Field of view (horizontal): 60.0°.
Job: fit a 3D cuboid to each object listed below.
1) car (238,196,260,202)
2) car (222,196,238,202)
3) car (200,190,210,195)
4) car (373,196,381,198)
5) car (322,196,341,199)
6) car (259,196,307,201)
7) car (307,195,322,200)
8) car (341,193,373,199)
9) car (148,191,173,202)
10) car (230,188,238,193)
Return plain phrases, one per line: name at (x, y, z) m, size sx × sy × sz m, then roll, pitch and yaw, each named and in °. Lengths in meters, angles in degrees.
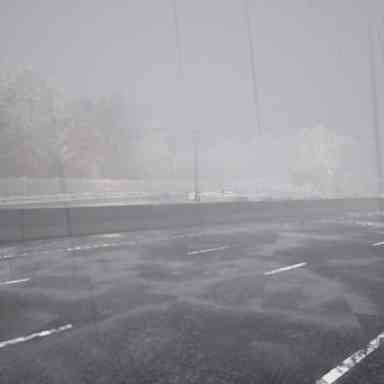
car at (8.335, 1.275, 40.048) m, size 4.902 × 1.511 × 2.128 m, roll 0°, pitch 0°, yaw -41°
car at (5.806, 1.265, 42.487) m, size 4.892 × 1.490 × 1.837 m, roll 0°, pitch 0°, yaw -41°
car at (2.476, 0.314, 63.840) m, size 1.882 × 1.535 × 5.008 m, roll 0°, pitch 2°, yaw 27°
car at (34.308, 1.362, 62.534) m, size 4.718 × 1.301 × 1.895 m, roll 0°, pitch 0°, yaw -41°
car at (22.980, 1.298, 52.712) m, size 4.674 × 1.442 × 1.812 m, roll 0°, pitch 0°, yaw -41°
car at (10.231, 1.356, 37.066) m, size 5.357 × 1.411 × 2.033 m, roll 0°, pitch 0°, yaw -41°
car at (19.883, 1.253, 54.663) m, size 4.892 × 1.490 × 1.837 m, roll 0°, pitch 0°, yaw -41°
car at (24.505, 1.303, 49.414) m, size 4.892 × 1.490 × 1.837 m, roll 0°, pitch 0°, yaw -41°
car at (-4.584, 0.637, 49.191) m, size 1.837 × 1.490 × 4.892 m, roll 0°, pitch 0°, yaw 26°
car at (9.750, -0.163, 77.615) m, size 1.994 × 1.385 × 4.181 m, roll 0°, pitch 2°, yaw 29°
